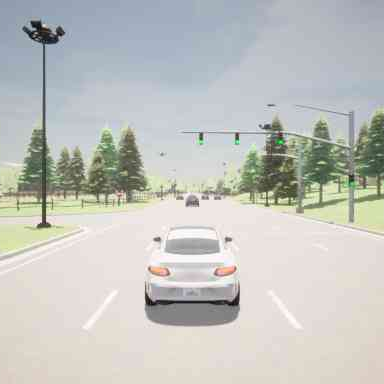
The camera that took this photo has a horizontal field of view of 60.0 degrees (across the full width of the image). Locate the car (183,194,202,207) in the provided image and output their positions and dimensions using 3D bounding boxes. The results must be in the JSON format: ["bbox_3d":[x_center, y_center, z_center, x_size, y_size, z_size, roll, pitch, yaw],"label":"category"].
[{"bbox_3d":[0.080,1.352,51.769,2.097,1.767,4.553,0,0,0],"label":"car"}]

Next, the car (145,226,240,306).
[{"bbox_3d":[0.018,1.526,7.895,1.812,1.442,4.674,0,0,0],"label":"car"}]

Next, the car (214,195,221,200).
[{"bbox_3d":[7.144,1.525,93.234,2.128,1.511,4.902,0,0,0],"label":"car"}]

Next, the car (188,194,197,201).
[{"bbox_3d":[0.128,1.348,82.798,2.097,1.767,4.553,0,0,0],"label":"car"}]

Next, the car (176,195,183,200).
[{"bbox_3d":[-3.356,1.553,93.217,1.994,1.385,4.181,0,0,0],"label":"car"}]

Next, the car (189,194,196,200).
[{"bbox_3d":[0.144,1.332,92.832,1.837,1.490,4.892,0,0,0],"label":"car"}]

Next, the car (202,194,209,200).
[{"bbox_3d":[3.644,1.355,93.209,2.097,1.767,4.553,0,0,0],"label":"car"}]
